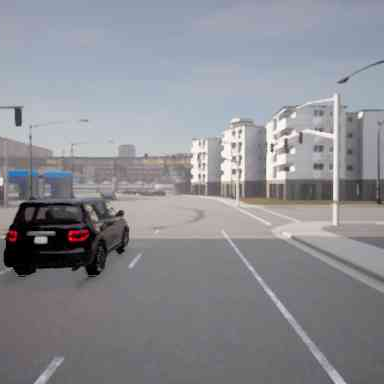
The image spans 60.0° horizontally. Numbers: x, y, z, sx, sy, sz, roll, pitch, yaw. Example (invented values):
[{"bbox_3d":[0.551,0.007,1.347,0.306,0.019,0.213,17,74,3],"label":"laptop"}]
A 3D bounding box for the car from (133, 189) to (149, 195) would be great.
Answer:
[{"bbox_3d":[-13.688,-0.067,88.962,4.892,1.490,1.837,1,2,45],"label":"car"}]

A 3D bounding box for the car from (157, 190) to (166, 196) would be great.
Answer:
[{"bbox_3d":[-8.194,0.221,81.842,1.837,1.490,4.892,-1,1,-33],"label":"car"}]

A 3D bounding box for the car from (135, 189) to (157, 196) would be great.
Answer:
[{"bbox_3d":[-11.065,0.285,79.834,2.128,1.511,4.902,-1,1,-33],"label":"car"}]

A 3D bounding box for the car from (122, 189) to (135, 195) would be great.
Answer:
[{"bbox_3d":[-16.589,0.037,86.935,4.674,1.442,1.812,1,2,45],"label":"car"}]

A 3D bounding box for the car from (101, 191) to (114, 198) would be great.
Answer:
[{"bbox_3d":[-18.149,0.450,71.156,1.812,1.442,4.674,-1,1,-27],"label":"car"}]

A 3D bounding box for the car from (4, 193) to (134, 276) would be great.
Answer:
[{"bbox_3d":[-3.480,1.176,10.344,2.150,2.045,5.566,0,1,0],"label":"car"}]

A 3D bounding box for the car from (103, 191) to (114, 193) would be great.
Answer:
[{"bbox_3d":[-13.930,0.695,55.986,1.882,1.535,5.008,0,1,-4],"label":"car"}]
